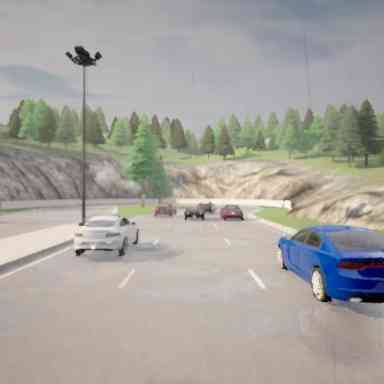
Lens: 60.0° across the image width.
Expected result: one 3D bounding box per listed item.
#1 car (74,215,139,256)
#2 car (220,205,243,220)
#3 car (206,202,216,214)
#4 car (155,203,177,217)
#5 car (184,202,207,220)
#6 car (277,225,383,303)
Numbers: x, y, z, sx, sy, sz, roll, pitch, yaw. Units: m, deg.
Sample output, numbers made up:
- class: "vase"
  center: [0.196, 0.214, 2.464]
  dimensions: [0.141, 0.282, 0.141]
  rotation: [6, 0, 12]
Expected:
- class: "car"
  center: [-3.405, 1.677, 13.779]
  dimensions: [1.812, 1.442, 4.674]
  rotation: [0, -1, 0]
- class: "car"
  center: [3.786, 1.912, 32.001]
  dimensions: [1.994, 1.385, 4.181]
  rotation: [0, -1, 2]
- class: "car"
  center: [1.883, 1.952, 42.249]
  dimensions: [2.128, 1.511, 4.902]
  rotation: [0, 0, 13]
- class: "car"
  center: [-2.851, 1.926, 36.769]
  dimensions: [1.812, 1.442, 4.674]
  rotation: [0, -1, 6]
- class: "car"
  center: [0.306, 1.951, 32.201]
  dimensions: [1.895, 1.301, 4.718]
  rotation: [0, -1, 2]
- class: "car"
  center: [3.597, 1.571, 8.489]
  dimensions: [1.882, 1.535, 5.008]
  rotation: [0, -1, 0]
